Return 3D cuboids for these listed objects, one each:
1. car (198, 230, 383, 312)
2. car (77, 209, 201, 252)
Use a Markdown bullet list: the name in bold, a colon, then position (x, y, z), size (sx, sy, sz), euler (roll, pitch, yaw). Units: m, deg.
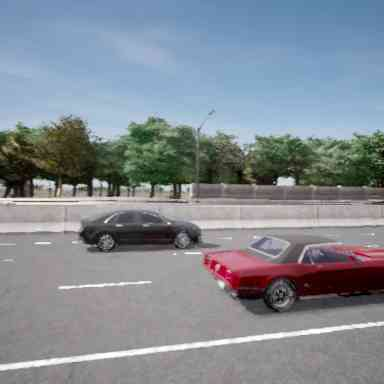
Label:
- **car**: position (2.734, 1.615, 7.399), size (4.718, 1.301, 1.895), euler (1, 0, -15)
- **car**: position (-2.018, 1.466, 13.353), size (4.892, 1.490, 1.837), euler (1, 0, -15)
